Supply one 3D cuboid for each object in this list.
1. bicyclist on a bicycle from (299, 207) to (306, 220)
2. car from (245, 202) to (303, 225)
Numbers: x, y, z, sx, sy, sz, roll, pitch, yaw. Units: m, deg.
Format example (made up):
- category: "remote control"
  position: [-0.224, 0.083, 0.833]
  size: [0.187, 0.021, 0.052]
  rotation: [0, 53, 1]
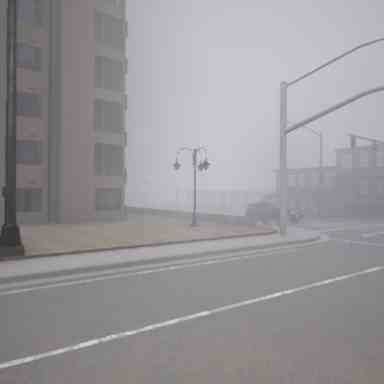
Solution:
- category: "bicyclist on a bicycle"
  position: [13.300, 2.653, 40.481]
  size: [1.656, 1.620, 0.582]
  rotation: [0, -8, -35]
- category: "car"
  position: [7.229, 1.924, 30.242]
  size: [2.150, 2.045, 5.566]
  rotation: [0, -5, -36]
